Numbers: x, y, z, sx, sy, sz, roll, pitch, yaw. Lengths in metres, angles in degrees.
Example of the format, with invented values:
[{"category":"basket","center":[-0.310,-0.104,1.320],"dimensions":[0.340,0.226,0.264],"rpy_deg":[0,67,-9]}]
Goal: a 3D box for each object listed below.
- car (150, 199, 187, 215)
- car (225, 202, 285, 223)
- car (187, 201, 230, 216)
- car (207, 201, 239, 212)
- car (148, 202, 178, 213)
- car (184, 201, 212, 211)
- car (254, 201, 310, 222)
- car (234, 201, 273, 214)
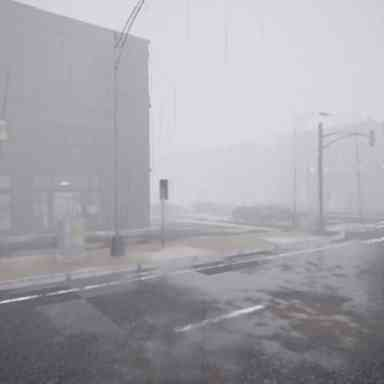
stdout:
[{"category":"car","center":[-2.794,1.849,39.132],"dimensions":[1.967,1.590,4.097],"rpy_deg":[-1,0,-35]},{"category":"car","center":[5.153,1.817,27.754],"dimensions":[1.947,1.339,4.313],"rpy_deg":[-1,0,-35]},{"category":"car","center":[1.838,1.839,37.108],"dimensions":[1.837,1.490,4.892],"rpy_deg":[-1,0,-36]},{"category":"car","center":[4.036,1.908,43.992],"dimensions":[1.802,1.307,4.206],"rpy_deg":[-1,0,-35]},{"category":"car","center":[-4.065,2.050,45.416],"dimensions":[1.895,1.301,4.718],"rpy_deg":[-1,0,-36]},{"category":"car","center":[0.829,1.970,48.502],"dimensions":[1.802,1.307,4.206],"rpy_deg":[-1,0,-35]},{"category":"car","center":[7.520,1.769,29.119],"dimensions":[2.033,1.411,5.357],"rpy_deg":[-1,0,-35]},{"category":"car","center":[7.244,1.814,39.481],"dimensions":[2.008,1.369,4.403],"rpy_deg":[-2,0,-35]}]
